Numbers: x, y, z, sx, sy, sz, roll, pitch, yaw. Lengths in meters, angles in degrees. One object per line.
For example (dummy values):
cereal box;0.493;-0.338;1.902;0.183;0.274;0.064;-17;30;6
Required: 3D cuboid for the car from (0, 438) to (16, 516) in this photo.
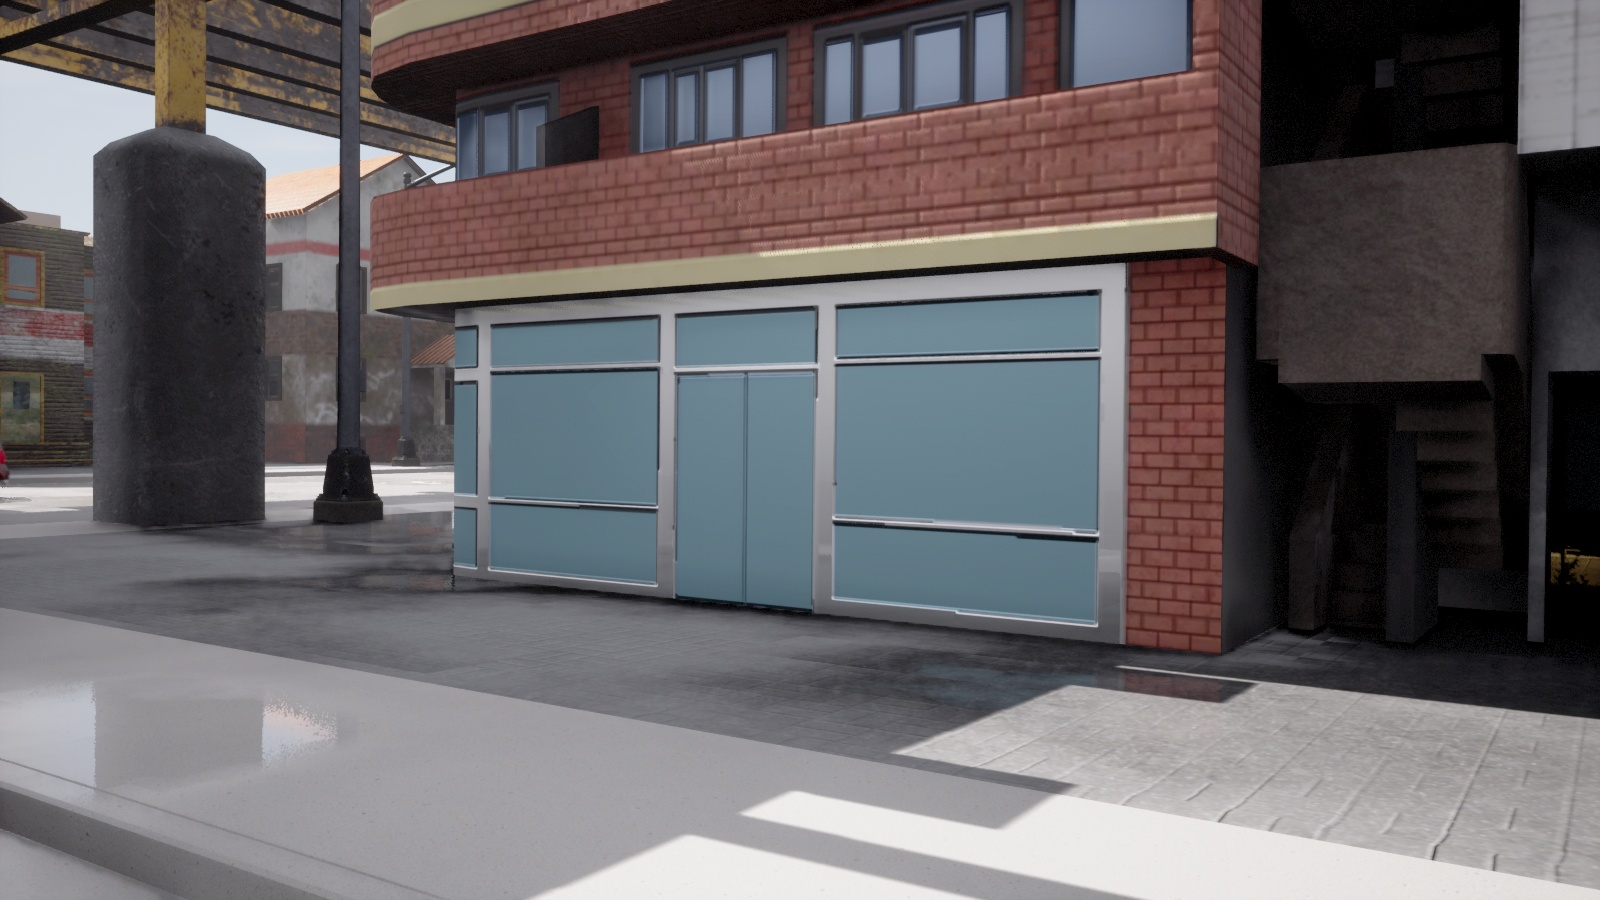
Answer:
car;-17.448;0.543;24.041;1.789;1.549;3.705;0;1;33
